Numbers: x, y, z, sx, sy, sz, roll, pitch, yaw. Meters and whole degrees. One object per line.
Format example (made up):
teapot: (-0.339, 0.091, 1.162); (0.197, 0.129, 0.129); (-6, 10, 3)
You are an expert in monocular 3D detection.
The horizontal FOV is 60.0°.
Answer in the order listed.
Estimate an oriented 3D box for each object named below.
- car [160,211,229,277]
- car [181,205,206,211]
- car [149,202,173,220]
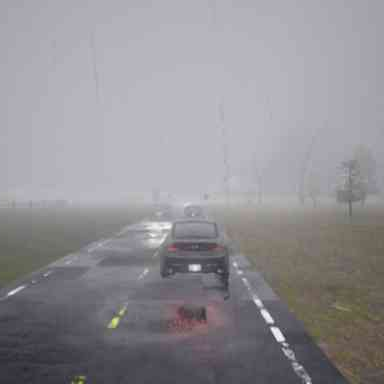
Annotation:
car: (0.087, 1.592, 10.503); (1.837, 1.490, 4.892); (0, 0, 0)
car: (0.118, 1.760, 26.891); (2.033, 1.411, 5.357); (0, 0, 0)
car: (-2.802, 1.733, 30.789); (2.128, 1.511, 4.902); (0, 0, 0)
